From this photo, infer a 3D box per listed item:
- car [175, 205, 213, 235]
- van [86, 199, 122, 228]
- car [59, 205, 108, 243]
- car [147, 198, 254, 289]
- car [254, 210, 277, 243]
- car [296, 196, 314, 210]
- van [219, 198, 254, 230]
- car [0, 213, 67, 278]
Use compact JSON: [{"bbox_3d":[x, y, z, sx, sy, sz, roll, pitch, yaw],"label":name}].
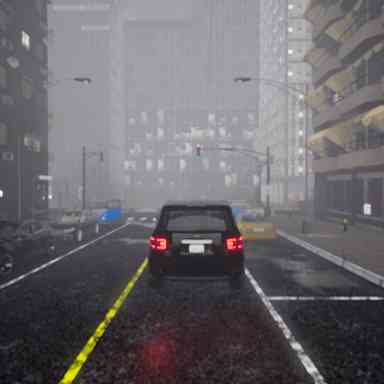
[{"bbox_3d":[0.128,1.542,19.576,1.994,1.385,4.181,0,0,1],"label":"car"},{"bbox_3d":[-5.636,1.318,21.285,1.690,1.788,3.998,-1,0,0],"label":"van"},{"bbox_3d":[-5.651,1.533,15.684,2.008,1.369,4.403,-1,0,0],"label":"car"},{"bbox_3d":[0.108,1.211,9.280,2.150,2.045,5.566,0,0,0],"label":"car"},{"bbox_3d":[2.730,1.508,15.798,1.752,1.417,4.829,-1,0,0],"label":"car"},{"bbox_3d":[15.367,1.301,40.520,5.009,1.841,2.192,0,1,1],"label":"car"},{"bbox_3d":[2.744,1.318,21.229,1.690,1.788,3.998,-1,0,0],"label":"van"},{"bbox_3d":[-5.668,1.554,10.081,1.947,1.339,4.313,-1,0,0],"label":"car"}]
